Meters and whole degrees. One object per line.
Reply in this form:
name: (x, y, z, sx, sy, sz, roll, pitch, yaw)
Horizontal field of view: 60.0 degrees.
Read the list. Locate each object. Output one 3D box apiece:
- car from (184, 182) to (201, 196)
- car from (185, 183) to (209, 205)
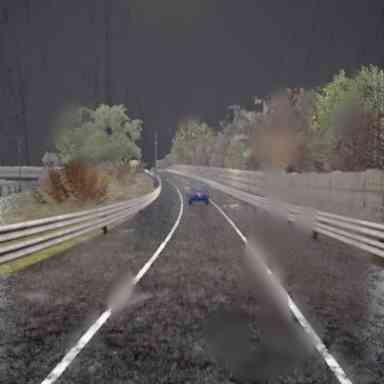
car: (0.051, -0.478, 48.701, 2.097, 1.767, 4.553, 0, 5, -4)
car: (0.659, 0.238, 36.952, 2.150, 2.045, 5.566, 0, 3, -3)
